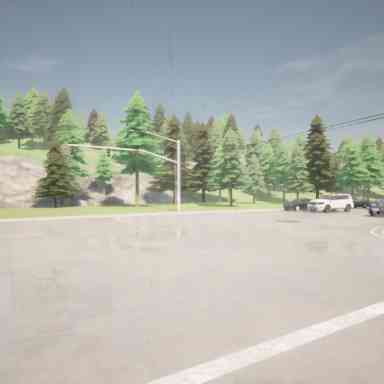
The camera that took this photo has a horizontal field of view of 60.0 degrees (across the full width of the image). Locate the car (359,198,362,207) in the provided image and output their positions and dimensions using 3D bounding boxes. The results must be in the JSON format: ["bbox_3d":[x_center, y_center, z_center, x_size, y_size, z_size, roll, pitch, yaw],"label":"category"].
[{"bbox_3d":[21.187,1.492,43.887,4.902,1.511,2.128,0,0,-27],"label":"car"}]

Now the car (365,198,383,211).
[{"bbox_3d":[24.225,1.494,41.506,4.902,1.511,2.128,0,0,-27],"label":"car"}]

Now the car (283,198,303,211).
[{"bbox_3d":[13.041,1.508,39.710,4.892,1.490,1.837,0,0,-28],"label":"car"}]

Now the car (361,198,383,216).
[{"bbox_3d":[18.412,1.493,30.677,4.902,1.511,2.128,0,0,-27],"label":"car"}]

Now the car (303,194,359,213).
[{"bbox_3d":[15.469,1.224,37.035,5.566,2.045,2.150,0,0,-27],"label":"car"}]
